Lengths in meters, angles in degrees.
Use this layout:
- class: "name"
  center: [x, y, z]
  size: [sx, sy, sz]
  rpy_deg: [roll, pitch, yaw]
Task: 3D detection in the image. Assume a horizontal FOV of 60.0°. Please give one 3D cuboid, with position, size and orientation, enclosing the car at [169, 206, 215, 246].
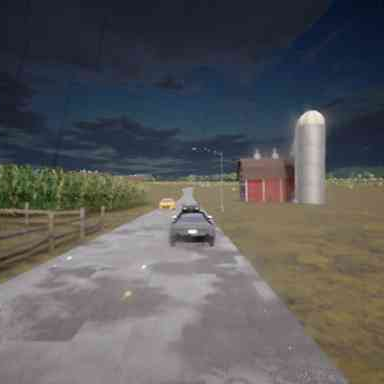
- class: "car"
  center: [0.005, 1.581, 15.489]
  size: [1.994, 1.385, 4.181]
  rpy_deg: [0, 0, 0]

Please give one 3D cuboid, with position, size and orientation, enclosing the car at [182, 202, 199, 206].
- class: "car"
  center: [-0.129, 1.684, 35.415]
  size: [1.895, 1.301, 4.718]
  rpy_deg: [0, 0, 0]

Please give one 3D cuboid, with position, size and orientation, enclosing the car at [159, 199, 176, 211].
- class: "car"
  center: [-3.102, 1.595, 42.225]
  size: [1.882, 1.535, 5.008]
  rpy_deg: [0, -1, 0]
